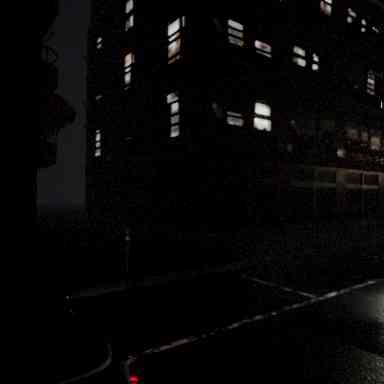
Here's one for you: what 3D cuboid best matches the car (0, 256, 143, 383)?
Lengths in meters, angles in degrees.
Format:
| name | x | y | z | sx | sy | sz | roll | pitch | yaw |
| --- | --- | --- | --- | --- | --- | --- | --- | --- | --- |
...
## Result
| name | x | y | z | sx | sy | sz | roll | pitch | yaw |
| --- | --- | --- | --- | --- | --- | --- | --- | --- | --- |
| car | -2.481 | 1.351 | 1.605 | 4.553 | 1.767 | 2.097 | 0 | 0 | -35 |
